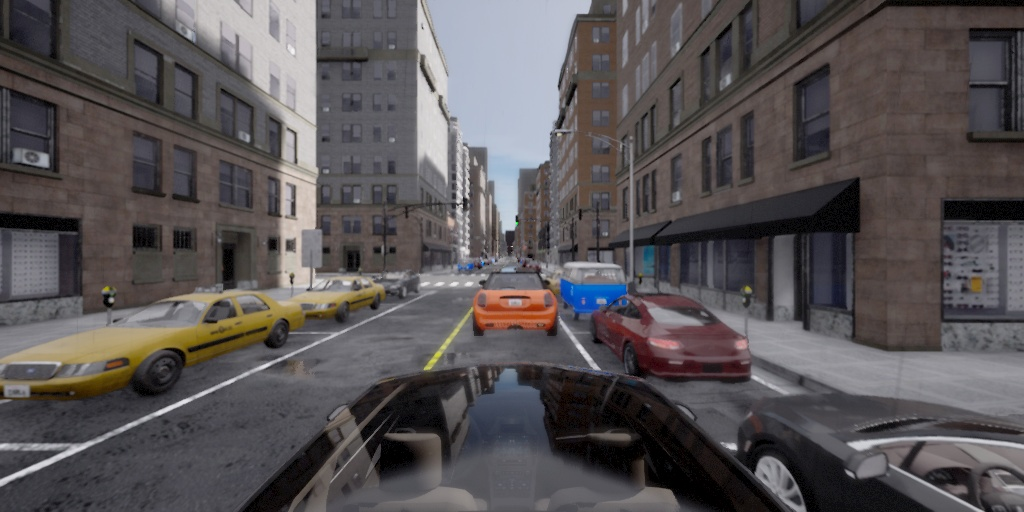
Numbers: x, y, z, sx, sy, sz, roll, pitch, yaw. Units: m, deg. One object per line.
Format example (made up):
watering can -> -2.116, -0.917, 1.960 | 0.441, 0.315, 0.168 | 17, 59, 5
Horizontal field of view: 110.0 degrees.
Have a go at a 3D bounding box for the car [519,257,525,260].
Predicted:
car -> 2.664, 1.159, 56.545 | 2.192, 1.841, 5.009 | 0, 0, 0

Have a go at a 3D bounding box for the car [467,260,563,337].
car -> 0.080, 1.121, 10.543 | 2.097, 1.767, 4.553 | 0, 0, 0

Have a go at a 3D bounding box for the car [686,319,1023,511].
car -> 2.666, 1.299, 1.168 | 2.007, 1.370, 4.403 | 0, 0, 0

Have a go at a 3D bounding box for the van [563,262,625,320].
van -> 2.665, 1.114, 12.509 | 1.690, 1.789, 3.998 | 0, 0, 0

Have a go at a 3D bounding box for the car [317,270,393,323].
car -> -5.860, 1.299, 12.323 | 1.751, 1.417, 4.829 | 0, 0, 0

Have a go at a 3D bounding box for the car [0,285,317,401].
car -> -5.860, 1.287, 6.654 | 1.751, 1.417, 4.829 | 0, 0, 0

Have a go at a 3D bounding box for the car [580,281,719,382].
car -> 2.665, 1.344, 6.839 | 1.802, 1.307, 4.207 | 0, 0, 0

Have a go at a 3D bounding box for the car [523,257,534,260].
car -> 2.665, 1.269, 45.374 | 1.967, 1.591, 4.097 | 0, 0, 0

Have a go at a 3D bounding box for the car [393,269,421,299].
car -> -5.860, 1.333, 18.160 | 2.007, 1.370, 4.403 | 0, 0, 0

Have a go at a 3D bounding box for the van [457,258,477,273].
van -> -5.861, 1.171, 45.356 | 1.690, 1.789, 3.998 | 0, 0, 0

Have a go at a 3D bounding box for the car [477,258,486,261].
car -> -5.861, 1.160, 56.529 | 2.192, 1.841, 5.009 | 0, 0, 0
